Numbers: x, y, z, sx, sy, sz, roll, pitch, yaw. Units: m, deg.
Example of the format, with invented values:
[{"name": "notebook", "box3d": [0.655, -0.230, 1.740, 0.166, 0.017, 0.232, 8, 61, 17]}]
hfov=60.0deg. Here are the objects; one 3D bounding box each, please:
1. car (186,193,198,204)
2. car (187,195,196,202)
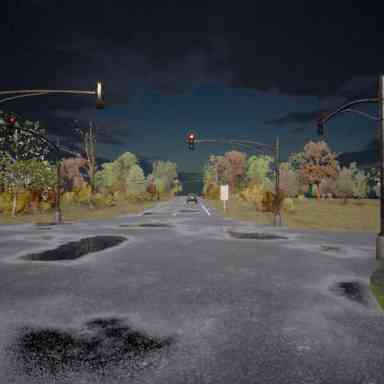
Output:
[{"name": "car", "box3d": [-0.002, 1.291, 67.629, 2.150, 2.045, 5.566, 0, 0, 0]}, {"name": "car", "box3d": [-0.003, 1.464, 78.020, 2.033, 1.411, 5.357, 0, 0, 0]}]
